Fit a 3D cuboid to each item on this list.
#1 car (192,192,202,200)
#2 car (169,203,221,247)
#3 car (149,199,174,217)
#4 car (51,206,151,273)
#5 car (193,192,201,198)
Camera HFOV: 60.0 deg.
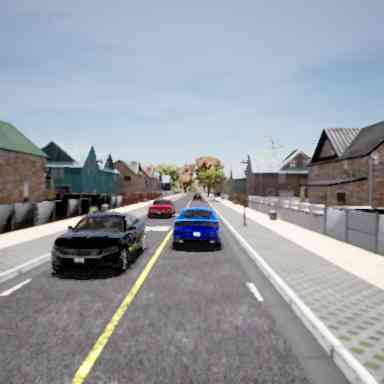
[{"bbox_3d":[1.179,0.885,73.318,2.097,1.767,4.553,1,0,1],"label":"car"},{"bbox_3d":[0.218,1.389,14.721,1.882,1.535,5.008,1,0,1],"label":"car"},{"bbox_3d":[-2.383,1.282,27.116,1.882,1.535,5.008,1,0,1],"label":"car"},{"bbox_3d":[-2.700,1.383,10.595,1.882,1.535,5.008,1,0,1],"label":"car"},{"bbox_3d":[1.346,0.772,83.460,1.882,1.535,5.008,1,0,1],"label":"car"}]
